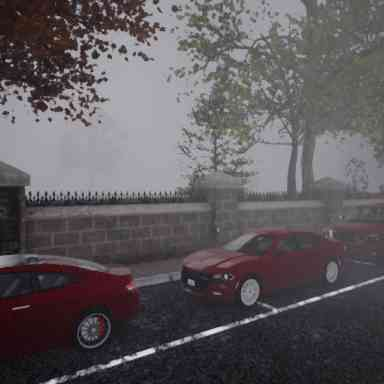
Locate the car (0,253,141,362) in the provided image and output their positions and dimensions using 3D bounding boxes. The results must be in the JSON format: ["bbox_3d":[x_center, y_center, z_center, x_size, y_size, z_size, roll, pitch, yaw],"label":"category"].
[{"bbox_3d":[-2.763,1.582,4.588,4.206,1.307,1.802,0,0,-36],"label":"car"}]

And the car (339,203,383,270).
[{"bbox_3d":[6.386,1.307,11.156,5.009,1.841,2.192,0,0,-36],"label":"car"}]

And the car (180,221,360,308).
[{"bbox_3d":[1.811,1.541,7.872,4.507,1.381,1.887,0,0,-36],"label":"car"}]
